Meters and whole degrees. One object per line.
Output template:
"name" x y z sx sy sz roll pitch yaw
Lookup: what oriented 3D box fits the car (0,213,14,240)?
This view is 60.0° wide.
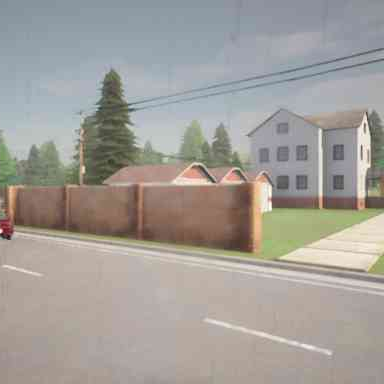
"car" -10.120 1.510 15.556 4.674 1.442 1.812 0 0 36
